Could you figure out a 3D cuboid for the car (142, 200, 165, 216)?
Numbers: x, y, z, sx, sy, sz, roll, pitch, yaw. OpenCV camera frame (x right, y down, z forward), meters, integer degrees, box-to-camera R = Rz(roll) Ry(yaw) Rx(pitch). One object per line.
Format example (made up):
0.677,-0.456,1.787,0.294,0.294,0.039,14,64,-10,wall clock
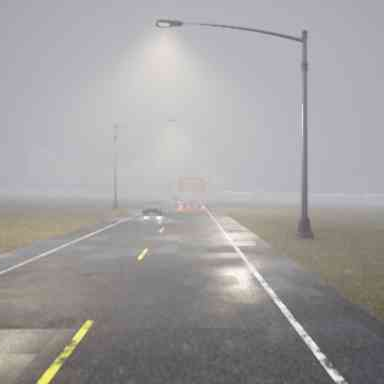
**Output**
-3.597,1.464,32.060,2.033,1.411,5.357,0,0,0,car

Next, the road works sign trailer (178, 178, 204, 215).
0.000,0.380,32.616,2.380,3.560,2.880,0,0,0,road works sign trailer

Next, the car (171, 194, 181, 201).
-3.500,1.258,72.635,1.837,1.490,4.892,0,0,0,car
